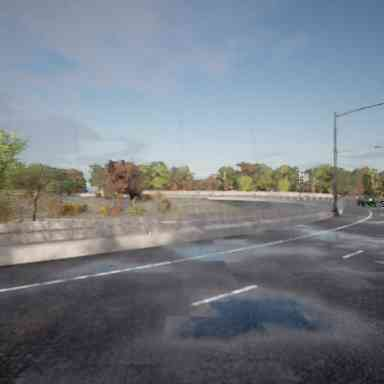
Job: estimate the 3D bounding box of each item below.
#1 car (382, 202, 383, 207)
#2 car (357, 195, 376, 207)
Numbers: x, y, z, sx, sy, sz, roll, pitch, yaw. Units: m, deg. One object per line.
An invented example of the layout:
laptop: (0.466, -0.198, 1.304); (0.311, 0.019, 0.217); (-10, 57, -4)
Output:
car: (33.858, 1.919, 56.634); (1.994, 1.385, 4.181); (0, 0, 17)
car: (30.986, 1.564, 59.144); (2.150, 2.045, 5.566); (0, 0, 16)
